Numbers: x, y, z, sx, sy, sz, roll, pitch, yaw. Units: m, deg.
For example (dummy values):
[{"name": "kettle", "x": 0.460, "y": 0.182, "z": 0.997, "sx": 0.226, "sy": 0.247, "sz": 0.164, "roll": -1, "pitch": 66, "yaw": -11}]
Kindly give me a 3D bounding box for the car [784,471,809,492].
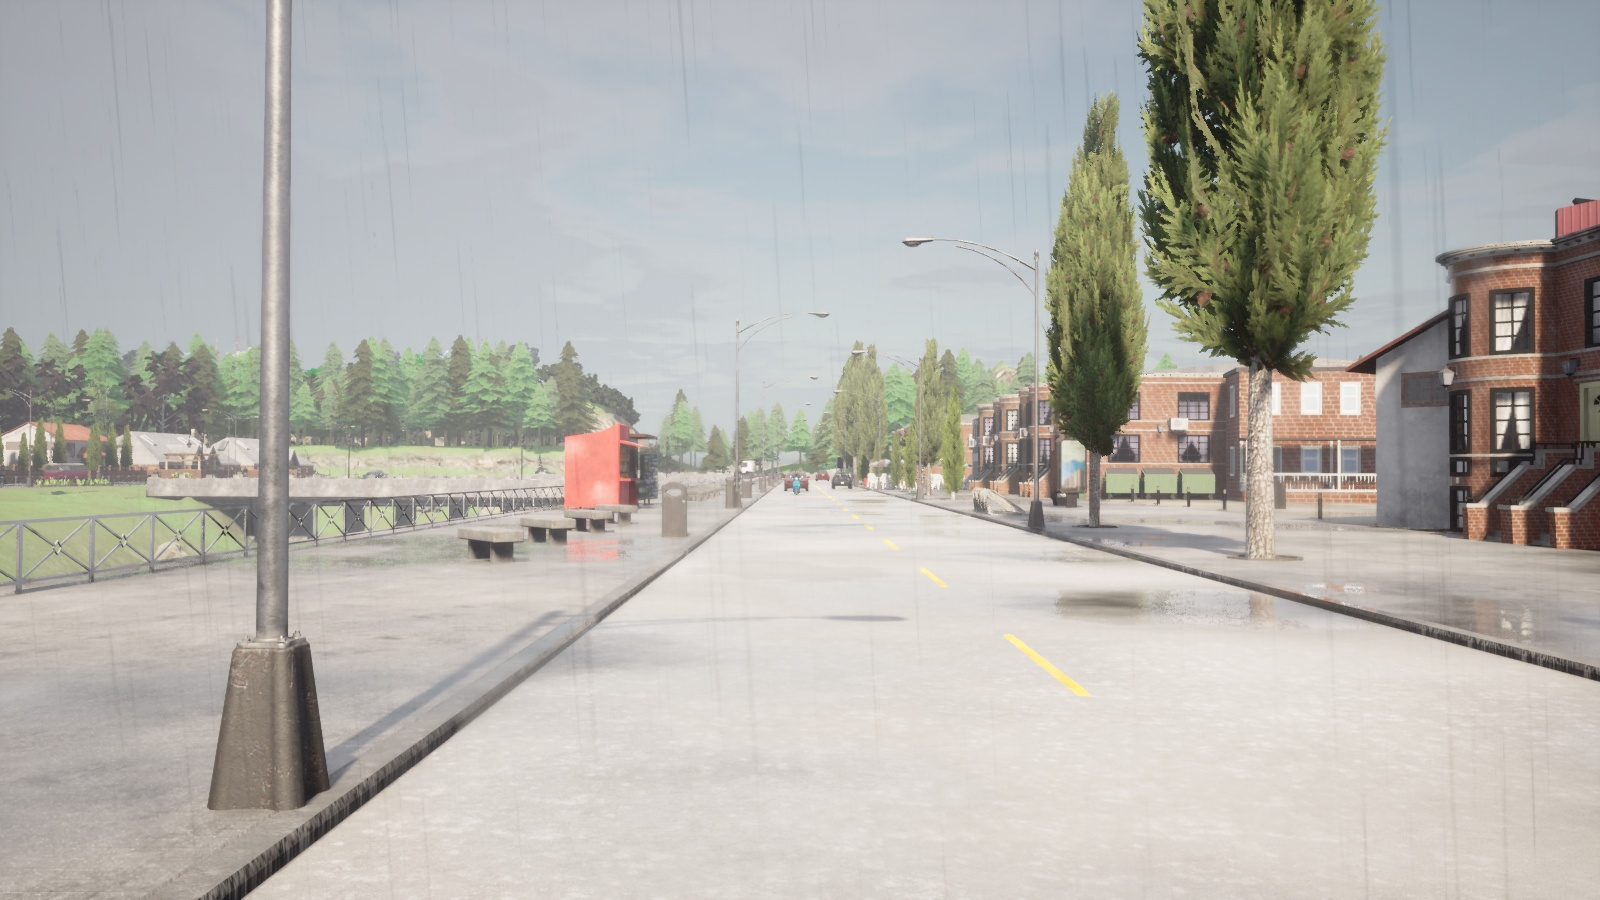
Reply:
[{"name": "car", "x": -0.253, "y": 2.418, "z": 96.989, "sx": 1.882, "sy": 1.535, "sz": 5.008, "roll": 0, "pitch": -1, "yaw": 0}]
